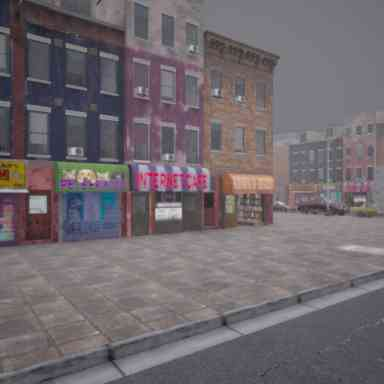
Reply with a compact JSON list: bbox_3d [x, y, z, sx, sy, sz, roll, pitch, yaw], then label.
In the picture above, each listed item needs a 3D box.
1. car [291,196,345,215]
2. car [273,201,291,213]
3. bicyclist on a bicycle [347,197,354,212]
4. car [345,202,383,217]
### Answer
[{"bbox_3d":[12.973,1.376,33.409,2.192,1.841,5.009,0,0,-35],"label":"car"},{"bbox_3d":[9.809,1.657,37.849,1.802,1.307,4.206,0,0,-35],"label":"car"},{"bbox_3d":[17.529,1.372,36.747,1.656,1.620,0.582,0,0,-35],"label":"bicyclist on a bicycle"},{"bbox_3d":[16.236,1.571,28.831,1.752,1.417,4.829,0,0,-35],"label":"car"}]
